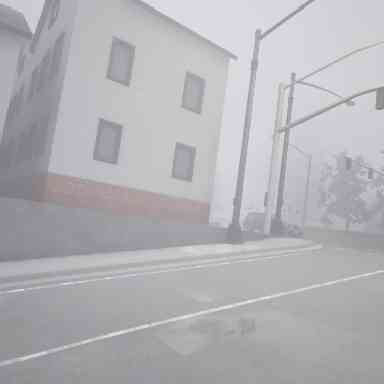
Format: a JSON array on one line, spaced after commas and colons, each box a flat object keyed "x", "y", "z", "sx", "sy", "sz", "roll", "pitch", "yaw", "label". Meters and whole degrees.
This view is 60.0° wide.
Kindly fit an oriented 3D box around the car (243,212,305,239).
[{"x": 6.998, "y": 2.955, "z": 29.618, "sx": 2.150, "sy": 2.045, "sz": 5.566, "roll": 12, "pitch": -7, "yaw": -35, "label": "car"}]

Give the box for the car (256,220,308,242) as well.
[{"x": 8.857, "y": 3.848, "z": 33.171, "sx": 1.837, "sy": 1.490, "sz": 4.892, "roll": 12, "pitch": -7, "yaw": -35, "label": "car"}]

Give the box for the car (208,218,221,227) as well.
[{"x": 0.995, "y": 3.300, "z": 37.928, "sx": 2.033, "sy": 1.411, "sz": 5.357, "roll": 12, "pitch": -7, "yaw": -35, "label": "car"}]
